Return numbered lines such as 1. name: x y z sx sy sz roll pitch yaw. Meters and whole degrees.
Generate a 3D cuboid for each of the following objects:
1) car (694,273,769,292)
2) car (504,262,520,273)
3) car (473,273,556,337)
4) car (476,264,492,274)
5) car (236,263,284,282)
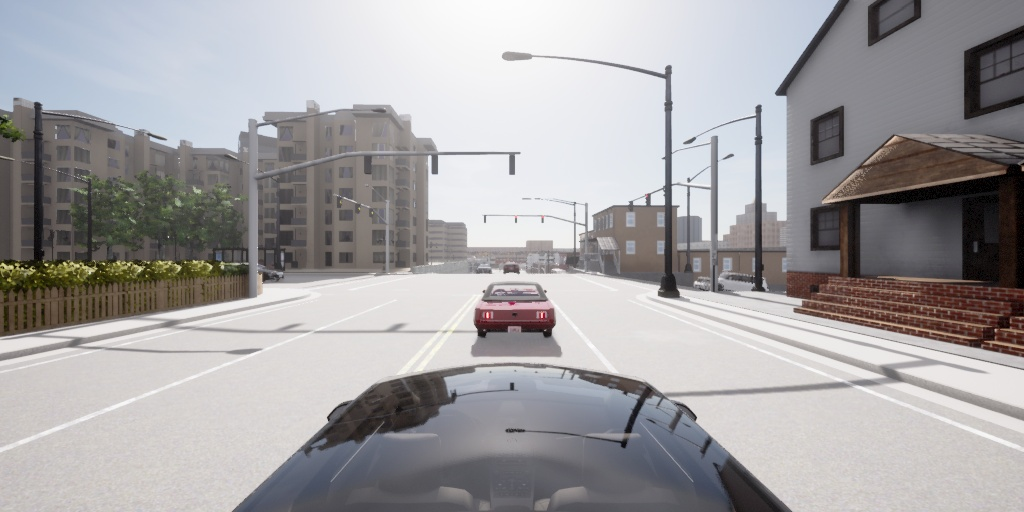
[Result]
1. car: 18.440 2.413 30.130 5.566 2.045 2.150 9 0 0
2. car: -0.009 1.562 44.828 1.882 1.535 5.008 0 -5 1
3. car: 0.076 1.351 10.218 1.895 1.301 4.718 0 0 0
4. car: -3.587 1.774 46.901 1.812 1.442 4.674 0 -4 0
5. car: -19.810 1.242 26.931 4.902 1.511 2.128 0 0 1
